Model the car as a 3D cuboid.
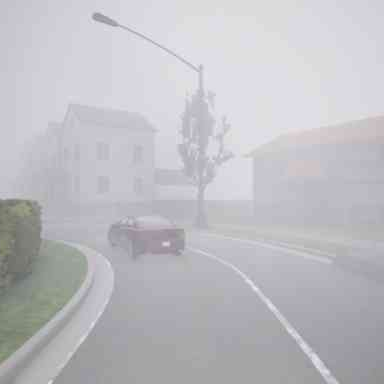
[{"bbox_3d":[-1.980,1.605,13.372,1.882,1.535,5.008,0,0,-27],"label":"car"}]
